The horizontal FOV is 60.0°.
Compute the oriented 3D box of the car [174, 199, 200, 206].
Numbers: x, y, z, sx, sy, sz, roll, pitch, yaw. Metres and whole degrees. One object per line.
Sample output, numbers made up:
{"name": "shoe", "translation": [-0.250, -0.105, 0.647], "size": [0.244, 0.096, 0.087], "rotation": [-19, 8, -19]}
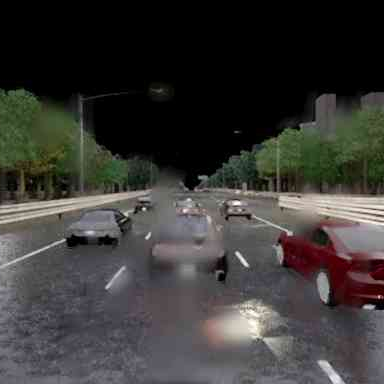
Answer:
{"name": "car", "translation": [-0.370, 1.216, 24.500], "size": [2.033, 1.411, 5.357], "rotation": [0, 1, -1]}

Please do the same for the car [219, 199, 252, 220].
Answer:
{"name": "car", "translation": [3.130, 1.213, 24.547], "size": [2.033, 1.411, 5.357], "rotation": [0, 1, -1]}

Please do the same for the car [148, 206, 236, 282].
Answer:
{"name": "car", "translation": [-0.100, 1.372, 9.372], "size": [2.128, 1.511, 4.902], "rotation": [0, 1, -1]}

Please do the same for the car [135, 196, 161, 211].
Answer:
{"name": "car", "translation": [-3.934, 1.090, 29.513], "size": [1.837, 1.490, 4.892], "rotation": [0, 1, -1]}

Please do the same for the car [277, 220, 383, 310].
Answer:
{"name": "car", "translation": [3.419, 1.376, 7.741], "size": [1.882, 1.535, 5.008], "rotation": [0, 1, 0]}

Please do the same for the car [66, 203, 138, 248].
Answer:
{"name": "car", "translation": [-3.659, 1.390, 13.846], "size": [1.994, 1.385, 4.181], "rotation": [0, 1, -1]}
